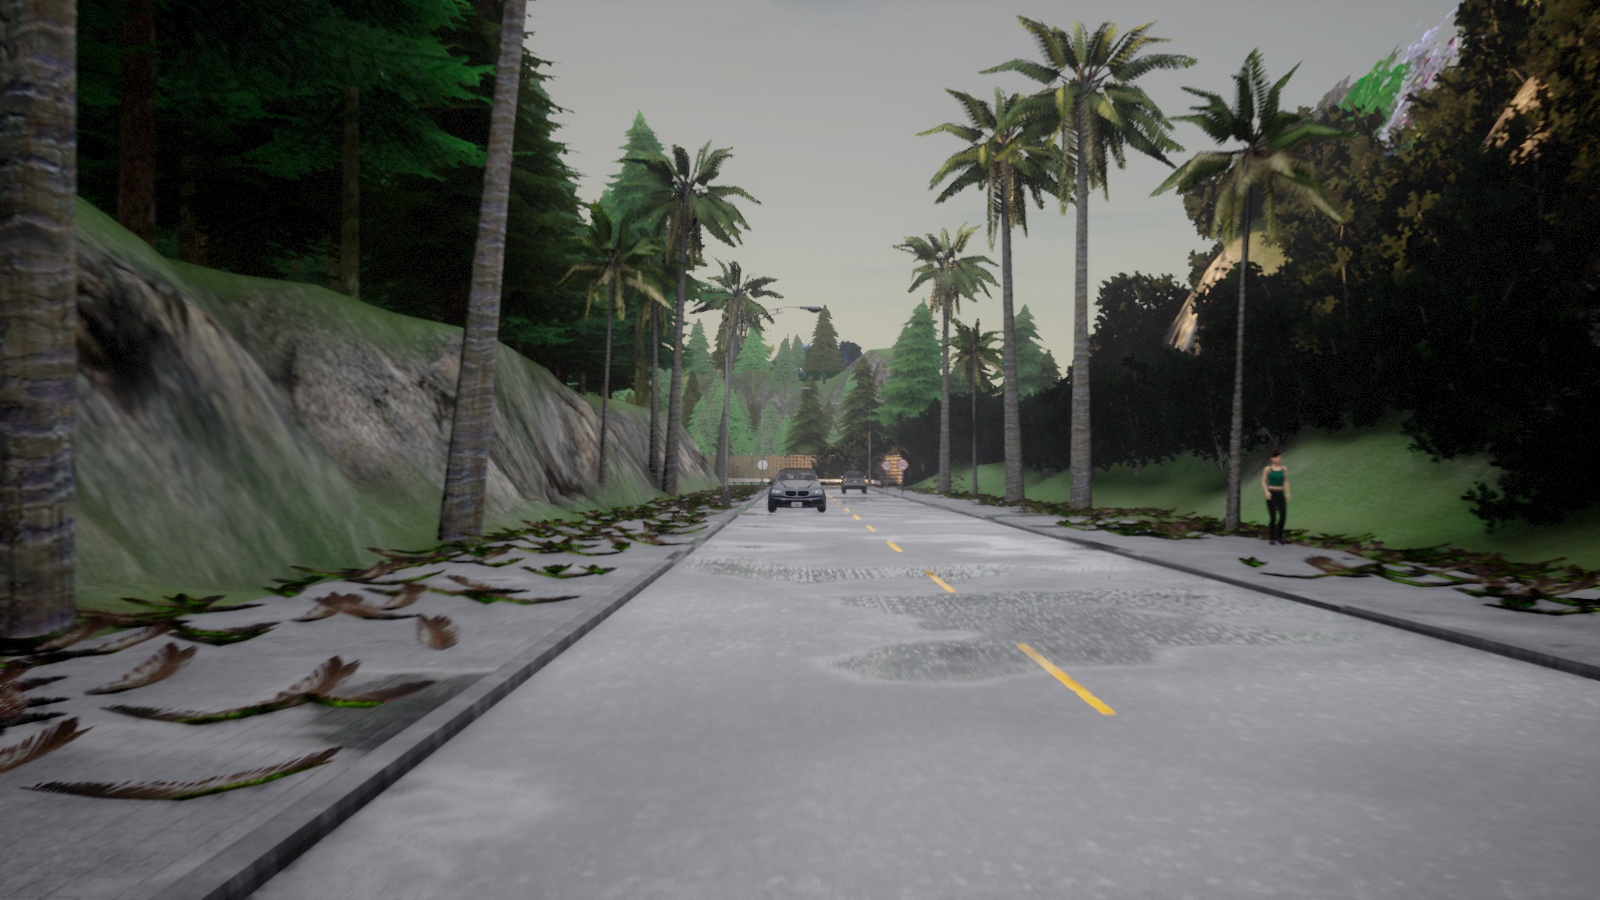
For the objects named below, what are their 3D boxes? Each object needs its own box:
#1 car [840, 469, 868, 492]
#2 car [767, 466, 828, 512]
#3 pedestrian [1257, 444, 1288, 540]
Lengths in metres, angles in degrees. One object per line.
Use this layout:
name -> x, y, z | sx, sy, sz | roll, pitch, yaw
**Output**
car -> 3.850, 2.198, 89.996 | 1.851, 1.617, 3.988 | 0, -1, 0
car -> -0.106, 1.471, 48.654 | 2.242, 1.667, 4.611 | 0, -1, 0
pedestrian -> 9.174, 0.817, 24.391 | 0.345, 1.836, 0.594 | 0, -1, 0
